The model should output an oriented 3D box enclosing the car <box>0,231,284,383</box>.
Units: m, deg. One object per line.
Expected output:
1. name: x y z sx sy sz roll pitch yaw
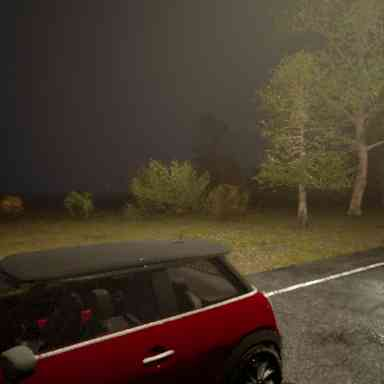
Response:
1. car: -1.275 1.348 3.084 4.553 1.767 2.097 0 0 -36
